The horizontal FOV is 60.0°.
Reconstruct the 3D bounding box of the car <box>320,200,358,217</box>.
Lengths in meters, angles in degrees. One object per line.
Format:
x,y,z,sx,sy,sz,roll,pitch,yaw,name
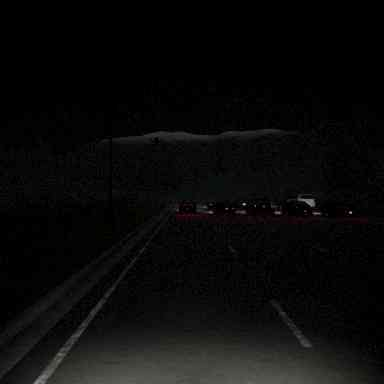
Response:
13.628,1.513,31.048,1.837,1.490,4.892,0,0,-1,car

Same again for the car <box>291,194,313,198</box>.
13.465,1.233,41.521,2.150,2.045,5.566,0,0,-1,car

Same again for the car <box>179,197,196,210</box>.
-0.594,1.504,44.964,2.128,1.511,4.902,0,0,-1,car

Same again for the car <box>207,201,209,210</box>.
2.926,1.613,43.491,1.895,1.301,4.718,0,0,-1,car

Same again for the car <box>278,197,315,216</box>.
10.108,1.535,32.117,1.812,1.442,4.674,0,0,-1,car

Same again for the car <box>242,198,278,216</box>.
6.598,1.361,32.795,2.097,1.767,4.553,0,0,-1,car

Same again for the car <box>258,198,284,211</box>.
9.946,1.503,42.452,2.128,1.511,4.902,0,0,-1,car

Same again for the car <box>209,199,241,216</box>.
3.101,1.557,32.784,2.033,1.411,5.357,0,0,-1,car

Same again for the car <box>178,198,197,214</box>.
-0.442,1.502,35.552,2.128,1.511,4.902,0,0,-1,car
